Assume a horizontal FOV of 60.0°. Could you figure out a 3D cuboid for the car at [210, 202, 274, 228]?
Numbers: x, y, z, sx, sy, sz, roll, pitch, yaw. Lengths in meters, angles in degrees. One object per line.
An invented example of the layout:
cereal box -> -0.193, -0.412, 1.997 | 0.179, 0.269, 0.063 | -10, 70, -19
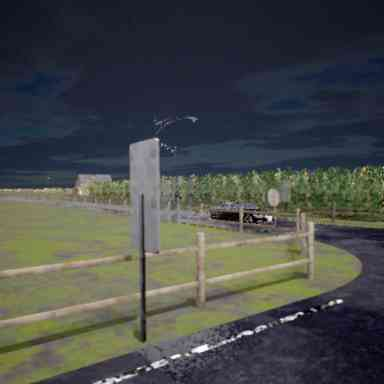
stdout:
car -> 3.218, 1.395, 21.901 | 2.128, 1.511, 4.902 | -1, 1, -36
